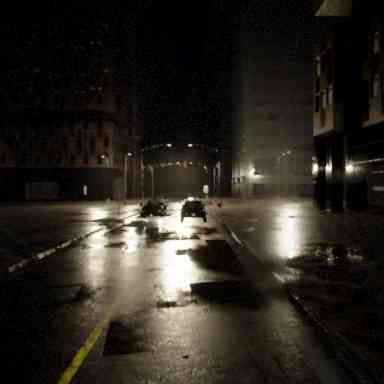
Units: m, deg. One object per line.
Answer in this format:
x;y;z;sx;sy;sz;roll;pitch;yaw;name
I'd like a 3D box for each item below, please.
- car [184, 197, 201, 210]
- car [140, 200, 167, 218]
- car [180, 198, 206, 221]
0.108;1.314;39.727;1.895;1.301;4.718;0;0;0;car
-3.083;1.349;27.861;2.033;1.411;5.357;0;0;0;car
0.099;1.348;24.903;1.812;1.442;4.674;0;1;0;car
